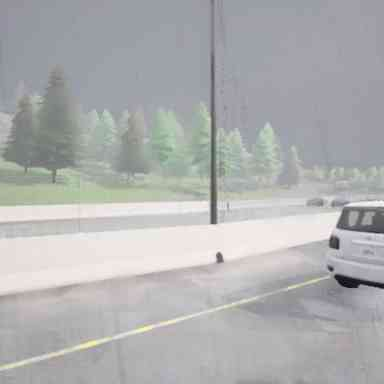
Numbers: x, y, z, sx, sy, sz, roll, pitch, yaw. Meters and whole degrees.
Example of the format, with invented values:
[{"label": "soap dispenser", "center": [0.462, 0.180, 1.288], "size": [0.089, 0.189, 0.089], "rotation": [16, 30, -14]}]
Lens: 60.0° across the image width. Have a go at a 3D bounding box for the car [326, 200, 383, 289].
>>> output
[{"label": "car", "center": [5.442, 1.212, 7.996], "size": [5.566, 2.045, 2.150], "rotation": [0, 0, -39]}]
